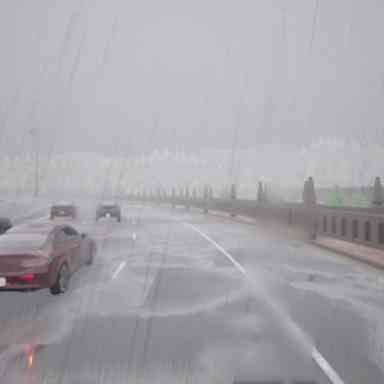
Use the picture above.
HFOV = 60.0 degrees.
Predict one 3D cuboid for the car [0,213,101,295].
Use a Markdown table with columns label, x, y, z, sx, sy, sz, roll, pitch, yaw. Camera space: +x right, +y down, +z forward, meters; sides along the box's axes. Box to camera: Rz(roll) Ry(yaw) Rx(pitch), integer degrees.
| label | x | y | z | sx | sy | sz | roll | pitch | yaw |
| --- | --- | --- | --- | --- | --- | --- | --- | --- | --- |
| car | -3.790 | 1.507 | 8.506 | 1.812 | 1.442 | 4.674 | 0 | 0 | -4 |

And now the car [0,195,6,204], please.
| label | x | y | z | sx | sy | sz | roll | pitch | yaw |
| --- | --- | --- | --- | --- | --- | --- | --- | --- | --- |
| car | -36.087 | 1.369 | 61.815 | 1.812 | 1.442 | 4.674 | 0 | 0 | -39 |

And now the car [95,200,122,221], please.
| label | x | y | z | sx | sy | sz | roll | pitch | yaw |
| --- | --- | --- | --- | --- | --- | --- | --- | --- | --- |
| car | -6.706 | 1.445 | 26.700 | 1.837 | 1.490 | 4.892 | 0 | 0 | -14 |

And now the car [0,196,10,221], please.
| label | x | y | z | sx | sy | sz | roll | pitch | yaw |
| --- | --- | --- | --- | --- | --- | --- | --- | --- | --- |
| car | -7.376 | 1.200 | 9.849 | 2.150 | 2.045 | 5.566 | 0 | 0 | -5 |

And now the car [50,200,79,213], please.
| label | x | y | z | sx | sy | sz | roll | pitch | yaw |
| --- | --- | --- | --- | --- | --- | --- | --- | --- | --- |
| car | -10.655 | 1.416 | 27.998 | 1.882 | 1.535 | 5.008 | 0 | 0 | -15 |
